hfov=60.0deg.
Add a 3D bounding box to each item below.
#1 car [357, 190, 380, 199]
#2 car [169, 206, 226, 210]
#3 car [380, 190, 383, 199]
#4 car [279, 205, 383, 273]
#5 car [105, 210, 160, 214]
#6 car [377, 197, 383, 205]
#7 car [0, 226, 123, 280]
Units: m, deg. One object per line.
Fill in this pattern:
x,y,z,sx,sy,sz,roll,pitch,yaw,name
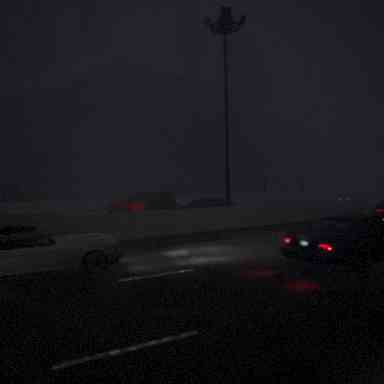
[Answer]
28.617,0.347,53.808,4.718,1.301,1.895,-2,1,-43,car
0.846,1.176,23.855,4.892,1.490,1.837,-2,1,-31,car
30.517,0.351,50.780,4.718,1.301,1.895,-2,1,-43,car
5.068,1.323,9.848,5.357,1.411,2.033,-2,1,-30,car
-3.709,0.961,25.217,5.566,2.045,2.150,-2,1,-30,car
11.602,1.049,17.938,4.892,1.490,1.837,-2,1,-33,car
-4.297,1.569,8.790,4.718,1.301,1.895,-1,1,-27,car
